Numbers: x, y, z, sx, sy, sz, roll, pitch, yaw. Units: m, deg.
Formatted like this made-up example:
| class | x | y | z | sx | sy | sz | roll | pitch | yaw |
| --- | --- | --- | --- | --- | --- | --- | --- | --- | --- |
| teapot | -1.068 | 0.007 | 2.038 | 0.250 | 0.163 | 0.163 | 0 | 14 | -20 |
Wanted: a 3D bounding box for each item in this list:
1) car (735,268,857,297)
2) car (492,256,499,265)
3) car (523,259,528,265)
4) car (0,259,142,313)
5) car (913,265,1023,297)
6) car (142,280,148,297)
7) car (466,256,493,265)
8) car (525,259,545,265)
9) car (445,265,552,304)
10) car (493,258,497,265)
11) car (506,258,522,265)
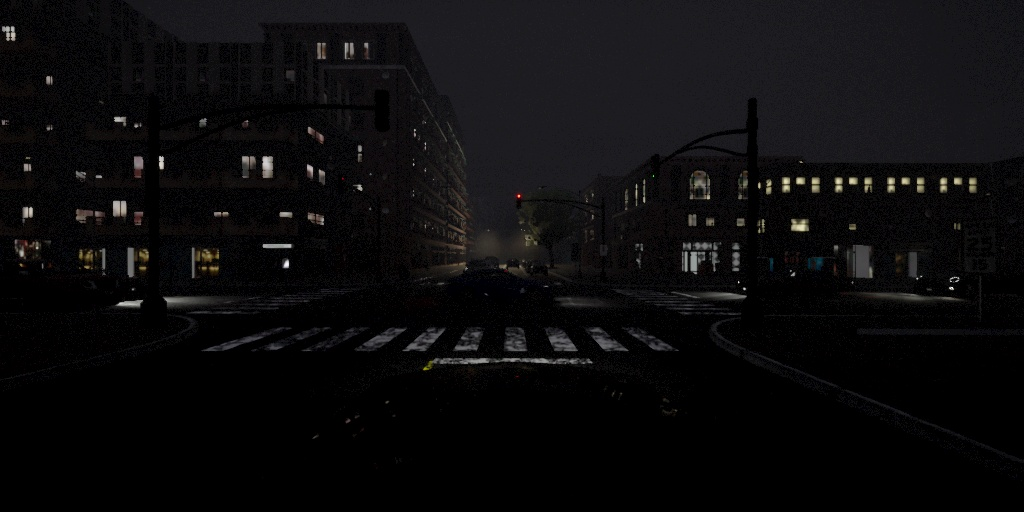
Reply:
| class | x | y | z | sx | sy | sz | roll | pitch | yaw |
| --- | --- | --- | --- | --- | --- | --- | --- | --- | --- |
| car | 15.033 | 1.372 | 19.105 | 5.357 | 1.411 | 2.033 | 0 | 0 | 0 |
| car | -3.063 | 1.028 | 53.204 | 2.150 | 2.045 | 5.566 | 0 | 0 | 1 |
| car | 2.712 | 1.228 | 42.509 | 1.967 | 1.591 | 4.097 | 0 | 0 | 0 |
| car | -17.270 | 1.013 | 13.103 | 5.009 | 1.841 | 2.192 | 0 | 0 | 0 |
| car | 24.533 | 1.219 | 19.166 | 4.553 | 1.767 | 2.097 | 0 | 0 | 0 |
| car | -18.570 | 1.258 | 15.685 | 4.181 | 1.385 | 1.994 | 0 | 0 | 0 |
| car | -3.056 | 1.124 | 32.274 | 2.097 | 1.767 | 4.553 | 0 | 0 | -1 |
| car | 2.709 | 1.330 | 36.812 | 2.007 | 1.370 | 4.403 | 0 | 0 | 0 |
| car | -0.589 | 1.279 | 15.802 | 4.674 | 1.442 | 1.812 | 0 | 0 | 0 |
| car | -3.077 | 1.314 | 42.572 | 1.812 | 1.442 | 4.674 | 0 | 0 | 0 |
| car | 0.137 | 1.177 | 60.472 | 2.097 | 1.767 | 4.553 | 0 | 0 | -1 |
